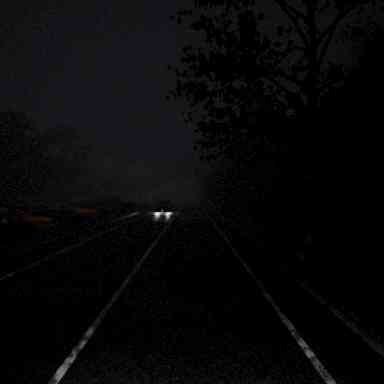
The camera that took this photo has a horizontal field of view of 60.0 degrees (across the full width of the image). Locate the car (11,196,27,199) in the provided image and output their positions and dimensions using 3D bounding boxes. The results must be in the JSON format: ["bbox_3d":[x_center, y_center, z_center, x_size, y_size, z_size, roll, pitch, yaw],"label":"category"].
[{"bbox_3d":[-23.357,1.597,40.428,5.008,1.535,2.097,0,0,0],"label":"car"}]

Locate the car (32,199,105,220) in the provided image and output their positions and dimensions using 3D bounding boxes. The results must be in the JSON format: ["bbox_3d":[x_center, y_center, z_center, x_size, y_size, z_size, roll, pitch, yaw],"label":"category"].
[{"bbox_3d":[-10.100,1.531,26.467,5.366,1.575,1.946,0,0,0],"label":"car"}]

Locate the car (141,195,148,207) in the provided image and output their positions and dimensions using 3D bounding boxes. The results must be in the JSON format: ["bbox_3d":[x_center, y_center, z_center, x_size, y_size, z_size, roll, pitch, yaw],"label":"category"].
[{"bbox_3d":[-10.075,1.684,51.321,5.366,1.575,1.946,0,-1,0],"label":"car"}]

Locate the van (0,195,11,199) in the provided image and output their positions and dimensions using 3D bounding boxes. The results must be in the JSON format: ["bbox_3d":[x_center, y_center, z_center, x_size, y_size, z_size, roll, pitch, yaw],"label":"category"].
[{"bbox_3d":[-23.471,1.359,37.659,4.442,1.987,1.878,0,0,0],"label":"van"}]

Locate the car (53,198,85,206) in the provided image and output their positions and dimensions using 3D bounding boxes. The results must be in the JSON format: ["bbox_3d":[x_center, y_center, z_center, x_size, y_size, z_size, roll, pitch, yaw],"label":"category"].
[{"bbox_3d":[-23.144,1.830,62.577,5.366,1.575,1.946,0,-1,0],"label":"car"}]

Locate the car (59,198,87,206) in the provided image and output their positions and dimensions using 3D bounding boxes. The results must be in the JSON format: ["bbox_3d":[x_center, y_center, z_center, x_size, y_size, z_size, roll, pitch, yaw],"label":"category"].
[{"bbox_3d":[-23.324,1.910,65.347,4.674,1.452,2.002,0,-1,0],"label":"car"}]

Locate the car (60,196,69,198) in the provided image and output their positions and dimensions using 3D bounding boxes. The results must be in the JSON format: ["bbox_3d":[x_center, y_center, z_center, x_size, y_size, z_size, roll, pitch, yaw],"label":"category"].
[{"bbox_3d":[-23.309,1.752,54.269,4.792,1.488,2.163,0,-1,0],"label":"car"}]

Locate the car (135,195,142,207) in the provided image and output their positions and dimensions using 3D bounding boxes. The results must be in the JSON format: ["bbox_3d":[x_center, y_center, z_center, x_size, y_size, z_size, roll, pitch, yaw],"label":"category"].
[{"bbox_3d":[-10.449,1.654,48.669,5.366,1.575,1.946,0,-1,0],"label":"car"}]

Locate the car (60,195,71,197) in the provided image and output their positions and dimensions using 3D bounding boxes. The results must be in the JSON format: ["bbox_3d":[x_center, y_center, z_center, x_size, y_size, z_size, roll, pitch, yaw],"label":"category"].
[{"bbox_3d":[-23.364,1.508,57.042,5.566,2.045,2.435,0,-1,0],"label":"car"}]

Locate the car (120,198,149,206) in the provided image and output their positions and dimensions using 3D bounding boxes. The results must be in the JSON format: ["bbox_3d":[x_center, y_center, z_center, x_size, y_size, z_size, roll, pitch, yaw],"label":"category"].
[{"bbox_3d":[-10.259,1.798,59.769,4.892,1.521,2.231,0,-1,0],"label":"car"}]

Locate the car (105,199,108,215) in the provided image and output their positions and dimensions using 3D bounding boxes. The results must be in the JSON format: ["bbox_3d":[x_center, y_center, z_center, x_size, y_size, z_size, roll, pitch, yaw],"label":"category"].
[{"bbox_3d":[-10.254,1.577,29.243,4.792,1.488,2.163,0,0,0],"label":"car"}]

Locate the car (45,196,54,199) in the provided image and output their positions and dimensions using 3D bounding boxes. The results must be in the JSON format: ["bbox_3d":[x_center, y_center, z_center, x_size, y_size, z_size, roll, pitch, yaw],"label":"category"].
[{"bbox_3d":[-23.372,1.685,48.604,4.792,1.488,2.163,0,-1,0],"label":"car"}]

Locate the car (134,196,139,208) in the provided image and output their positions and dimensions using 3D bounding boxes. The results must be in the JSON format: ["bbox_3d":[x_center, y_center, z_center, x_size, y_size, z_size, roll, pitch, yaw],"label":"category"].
[{"bbox_3d":[-10.260,1.633,45.901,4.892,1.521,2.231,0,-1,0],"label":"car"}]

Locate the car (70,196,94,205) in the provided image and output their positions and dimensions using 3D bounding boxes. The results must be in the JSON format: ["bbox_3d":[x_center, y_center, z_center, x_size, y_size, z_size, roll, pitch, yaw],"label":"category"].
[{"bbox_3d":[-23.353,1.816,70.764,4.553,1.767,2.185,0,-1,0],"label":"car"}]

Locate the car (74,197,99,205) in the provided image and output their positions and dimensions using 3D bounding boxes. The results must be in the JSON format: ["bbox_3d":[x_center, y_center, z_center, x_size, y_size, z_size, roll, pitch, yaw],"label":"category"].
[{"bbox_3d":[-23.313,1.978,73.534,5.008,1.535,2.097,0,-1,0],"label":"car"}]

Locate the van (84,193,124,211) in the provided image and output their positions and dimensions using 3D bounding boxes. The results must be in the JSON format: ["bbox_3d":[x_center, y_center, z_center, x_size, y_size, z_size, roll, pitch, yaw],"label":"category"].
[{"bbox_3d":[-10.391,1.359,37.573,4.442,1.987,1.878,0,0,0],"label":"van"}]

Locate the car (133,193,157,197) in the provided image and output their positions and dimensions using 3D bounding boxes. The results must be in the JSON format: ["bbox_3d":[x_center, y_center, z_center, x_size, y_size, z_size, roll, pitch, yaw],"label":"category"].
[{"bbox_3d":[-10.275,1.619,65.325,5.566,2.045,2.435,0,-1,0],"label":"car"}]

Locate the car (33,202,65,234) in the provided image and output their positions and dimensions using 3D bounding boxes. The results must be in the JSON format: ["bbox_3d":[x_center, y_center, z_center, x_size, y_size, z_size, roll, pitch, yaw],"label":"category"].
[{"bbox_3d":[-10.109,1.493,18.139,5.366,1.575,1.946,0,0,0],"label":"car"}]

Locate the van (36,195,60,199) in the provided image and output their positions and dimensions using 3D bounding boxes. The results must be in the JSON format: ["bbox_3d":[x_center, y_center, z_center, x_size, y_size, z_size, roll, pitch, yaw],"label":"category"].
[{"bbox_3d":[-23.457,1.461,51.378,4.442,1.987,1.878,0,-1,0],"label":"van"}]

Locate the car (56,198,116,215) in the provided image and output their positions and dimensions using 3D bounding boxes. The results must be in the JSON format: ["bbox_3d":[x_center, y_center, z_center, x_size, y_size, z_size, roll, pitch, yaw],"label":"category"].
[{"bbox_3d":[-10.251,1.589,32.020,4.792,1.488,2.163,0,0,0],"label":"car"}]

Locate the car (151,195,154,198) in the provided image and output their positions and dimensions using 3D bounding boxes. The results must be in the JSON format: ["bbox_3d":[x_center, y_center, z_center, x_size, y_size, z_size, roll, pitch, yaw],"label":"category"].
[{"bbox_3d":[-10.435,1.830,62.546,5.366,1.575,1.946,0,-1,0],"label":"car"}]

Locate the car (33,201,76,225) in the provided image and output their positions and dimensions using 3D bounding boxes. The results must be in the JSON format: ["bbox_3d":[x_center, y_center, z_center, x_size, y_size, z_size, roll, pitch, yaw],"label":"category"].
[{"bbox_3d":[-10.285,1.510,20.915,4.892,1.521,2.231,0,0,0],"label":"car"}]

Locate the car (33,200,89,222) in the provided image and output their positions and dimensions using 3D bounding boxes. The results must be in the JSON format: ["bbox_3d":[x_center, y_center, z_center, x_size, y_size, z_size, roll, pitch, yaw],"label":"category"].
[{"bbox_3d":[-10.295,1.523,23.691,4.892,1.521,2.231,0,0,0],"label":"car"}]

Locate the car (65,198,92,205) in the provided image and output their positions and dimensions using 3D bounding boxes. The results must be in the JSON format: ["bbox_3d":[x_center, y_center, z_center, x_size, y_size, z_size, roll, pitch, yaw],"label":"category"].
[{"bbox_3d":[-23.294,1.936,68.117,4.792,1.488,2.163,0,-1,0],"label":"car"}]

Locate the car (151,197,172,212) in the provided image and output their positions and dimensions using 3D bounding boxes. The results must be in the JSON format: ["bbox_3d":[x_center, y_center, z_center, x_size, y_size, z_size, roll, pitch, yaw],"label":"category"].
[{"bbox_3d":[-3.385,1.663,40.434,2.033,1.411,5.357,0,0,0],"label":"car"}]

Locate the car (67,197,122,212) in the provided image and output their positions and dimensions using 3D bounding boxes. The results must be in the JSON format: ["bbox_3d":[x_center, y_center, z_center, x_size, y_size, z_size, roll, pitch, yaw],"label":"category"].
[{"bbox_3d":[-10.248,1.602,34.796,4.792,1.488,2.163,0,0,0],"label":"car"}]

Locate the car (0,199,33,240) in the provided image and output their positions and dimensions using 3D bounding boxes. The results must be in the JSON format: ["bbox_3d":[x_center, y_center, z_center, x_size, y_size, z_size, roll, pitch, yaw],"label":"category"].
[{"bbox_3d":[-10.266,1.358,15.363,4.553,1.767,2.185,0,0,0],"label":"car"}]

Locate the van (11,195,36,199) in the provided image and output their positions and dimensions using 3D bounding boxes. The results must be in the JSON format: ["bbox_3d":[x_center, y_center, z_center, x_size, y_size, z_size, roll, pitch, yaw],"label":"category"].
[{"bbox_3d":[-23.240,1.387,43.215,4.442,1.987,1.878,0,0,0],"label":"van"}]

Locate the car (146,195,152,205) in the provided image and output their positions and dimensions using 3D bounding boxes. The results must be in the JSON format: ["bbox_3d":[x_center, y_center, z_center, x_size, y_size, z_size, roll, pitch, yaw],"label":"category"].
[{"bbox_3d":[-10.070,1.757,56.994,5.366,1.575,1.946,0,-1,0],"label":"car"}]

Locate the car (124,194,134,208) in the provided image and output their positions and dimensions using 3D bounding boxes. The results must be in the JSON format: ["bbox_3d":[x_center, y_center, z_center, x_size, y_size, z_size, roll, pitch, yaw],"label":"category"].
[{"bbox_3d":[-10.300,1.488,43.122,4.553,1.767,2.185,0,0,0],"label":"car"}]

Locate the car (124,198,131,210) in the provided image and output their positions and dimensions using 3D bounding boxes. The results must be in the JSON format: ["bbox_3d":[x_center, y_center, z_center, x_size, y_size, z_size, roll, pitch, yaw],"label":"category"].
[{"bbox_3d":[-10.301,1.628,40.348,4.792,1.488,2.163,0,0,0],"label":"car"}]

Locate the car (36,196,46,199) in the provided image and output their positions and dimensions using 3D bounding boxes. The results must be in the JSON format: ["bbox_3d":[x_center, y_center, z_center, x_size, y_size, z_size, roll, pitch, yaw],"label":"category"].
[{"bbox_3d":[-23.375,1.661,45.965,4.792,1.488,2.163,0,0,0],"label":"car"}]
